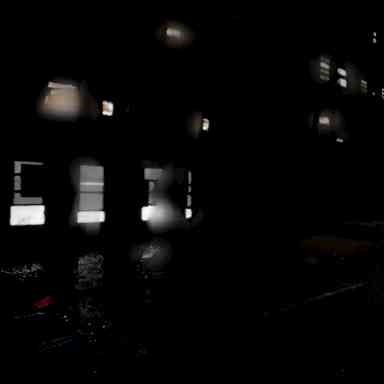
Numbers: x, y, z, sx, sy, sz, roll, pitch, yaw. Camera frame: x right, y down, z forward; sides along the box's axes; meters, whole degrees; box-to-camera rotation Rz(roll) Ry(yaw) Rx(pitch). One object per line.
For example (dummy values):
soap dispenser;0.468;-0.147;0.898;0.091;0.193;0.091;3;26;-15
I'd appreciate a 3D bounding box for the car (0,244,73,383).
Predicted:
car;-3.786;1.585;3.847;4.206;1.307;1.802;0;1;-35

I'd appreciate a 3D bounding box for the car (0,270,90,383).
car;-2.929;1.485;1.294;5.008;1.535;1.882;0;0;-35

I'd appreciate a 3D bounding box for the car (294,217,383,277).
car;5.108;1.479;10.169;4.829;1.417;1.752;0;1;-35
